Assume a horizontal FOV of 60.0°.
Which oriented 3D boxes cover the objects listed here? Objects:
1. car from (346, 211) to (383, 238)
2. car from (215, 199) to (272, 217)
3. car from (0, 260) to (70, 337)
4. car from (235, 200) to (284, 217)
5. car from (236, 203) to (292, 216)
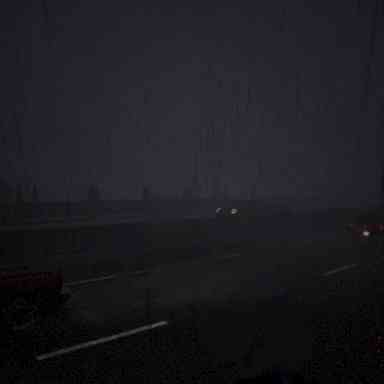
[{"bbox_3d":[9.632,1.606,16.708,4.718,1.301,1.895,0,0,-42],"label":"car"},{"bbox_3d":[3.894,1.384,25.919,4.553,1.767,2.097,0,0,-42],"label":"car"},{"bbox_3d":[-4.425,1.620,5.015,4.718,1.301,1.895,0,0,-36],"label":"car"},{"bbox_3d":[6.808,1.585,33.258,5.357,1.411,2.033,0,0,-42],"label":"car"},{"bbox_3d":[5.409,1.624,22.573,4.718,1.301,1.895,0,0,-42],"label":"car"}]
